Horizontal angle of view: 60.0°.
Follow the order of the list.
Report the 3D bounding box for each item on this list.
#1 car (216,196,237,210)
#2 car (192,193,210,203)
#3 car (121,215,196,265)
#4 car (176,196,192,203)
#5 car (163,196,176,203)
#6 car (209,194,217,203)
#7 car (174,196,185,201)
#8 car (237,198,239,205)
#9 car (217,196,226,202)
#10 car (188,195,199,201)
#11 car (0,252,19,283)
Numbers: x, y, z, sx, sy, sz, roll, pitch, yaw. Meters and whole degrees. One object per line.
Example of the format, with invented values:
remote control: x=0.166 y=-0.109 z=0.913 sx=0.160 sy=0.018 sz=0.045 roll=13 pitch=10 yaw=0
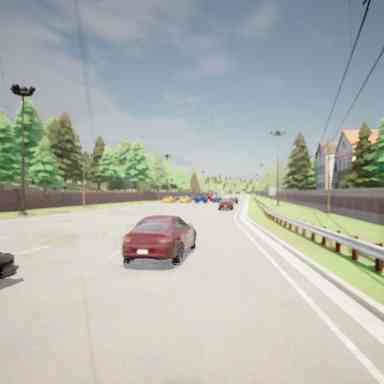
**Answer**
car: x=4.632 y=1.626 z=44.602 sx=1.812 sy=1.442 sz=4.674 roll=0 pitch=0 yaw=10
car: x=1.998 y=1.377 z=71.097 sx=2.150 sy=2.045 sz=5.566 roll=0 pitch=0 yaw=10
car: x=-1.023 y=1.553 z=11.821 sx=1.812 sy=1.442 sz=4.674 roll=0 pitch=0 yaw=10
car: x=-1.456 y=1.631 z=71.661 sx=1.882 sy=1.535 sz=5.008 roll=0 pitch=0 yaw=10
car: x=-4.905 y=1.632 z=72.255 sx=1.882 sy=1.535 sz=5.008 roll=0 pitch=0 yaw=10
car: x=5.442 y=1.628 z=70.472 sx=1.882 sy=1.535 sz=5.008 roll=0 pitch=0 yaw=10
car: x=-3.131 y=1.613 z=82.554 sx=1.895 sy=1.301 sz=4.718 roll=0 pitch=0 yaw=10
car: x=8.139 y=1.638 z=64.923 sx=2.128 sy=1.511 sz=4.902 roll=0 pitch=0 yaw=10
car: x=7.216 y=1.610 z=80.771 sx=1.895 sy=1.301 sz=4.718 roll=0 pitch=0 yaw=10
car: x=0.313 y=1.569 z=81.930 sx=1.994 sy=1.385 sz=4.181 roll=0 pitch=0 yaw=10
car: x=-5.587 y=1.561 z=5.862 sx=2.033 sy=1.411 sz=5.357 roll=0 pitch=0 yaw=10
